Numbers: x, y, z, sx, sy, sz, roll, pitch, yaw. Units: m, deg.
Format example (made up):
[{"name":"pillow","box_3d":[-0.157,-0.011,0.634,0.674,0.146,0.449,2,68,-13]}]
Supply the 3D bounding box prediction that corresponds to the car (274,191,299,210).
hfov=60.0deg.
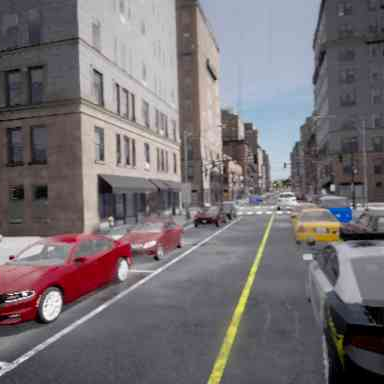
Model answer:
[{"name":"car","box_3d":[11.428,1.085,40.189,2.150,2.045,5.566,-2,0,16]}]

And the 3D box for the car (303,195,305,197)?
[{"name":"car","box_3d":[10.541,1.134,26.795,2.192,1.841,5.009,-2,0,15]}]

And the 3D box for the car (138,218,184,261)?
[{"name":"car","box_3d":[-1.501,1.711,12.921,1.802,1.307,4.206,-2,0,15]}]

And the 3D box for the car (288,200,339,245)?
[{"name":"car","box_3d":[5.412,1.370,14.720,1.801,1.575,5.366,-2,0,15]}]

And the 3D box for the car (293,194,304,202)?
[{"name":"car","box_3d":[21.752,1.245,68.078,2.008,1.369,4.403,-2,0,15]}]

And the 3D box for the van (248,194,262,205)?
[{"name":"van","box_3d":[11.105,1.335,59.750,1.690,1.788,3.998,-2,0,15]}]

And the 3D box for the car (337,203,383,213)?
[{"name":"car","box_3d":[6.238,1.304,10.832,1.967,1.590,4.097,-2,0,15]}]

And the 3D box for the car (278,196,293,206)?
[{"name":"car","box_3d":[14.690,1.380,52.260,2.033,1.411,5.357,-2,0,15]}]

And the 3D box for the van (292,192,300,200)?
[{"name":"van","box_3d":[24.552,1.004,78.521,1.690,1.788,3.998,-2,0,15]}]

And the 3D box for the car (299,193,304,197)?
[{"name":"car","box_3d":[20.341,1.025,62.858,2.192,1.841,5.009,-2,0,15]}]

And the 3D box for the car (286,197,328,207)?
[{"name":"car","box_3d":[6.975,1.354,20.513,1.801,1.575,5.366,-2,0,15]}]

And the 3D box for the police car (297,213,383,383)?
[{"name":"police car","box_3d":[2.785,1.366,4.988,1.930,1.638,5.238,-2,0,15]}]

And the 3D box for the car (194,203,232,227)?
[{"name":"car","box_3d":[1.369,1.644,23.563,1.887,1.381,4.507,-2,0,15]}]

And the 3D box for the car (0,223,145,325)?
[{"name":"car","box_3d":[-2.938,1.688,7.601,1.887,1.381,4.507,-2,0,15]}]

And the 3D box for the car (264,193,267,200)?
[{"name":"car","box_3d":[15.340,1.491,75.407,1.887,1.381,4.507,-2,0,15]}]

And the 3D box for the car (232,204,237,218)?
[{"name":"car","box_3d":[2.805,1.650,28.884,1.947,1.339,4.313,-2,0,15]}]

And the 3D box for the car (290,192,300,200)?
[{"name":"car","box_3d":[25.954,0.962,83.742,2.192,1.841,5.009,-2,0,15]}]

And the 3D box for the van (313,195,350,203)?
[{"name":"van","box_3d":[9.106,1.175,21.474,1.690,1.788,3.998,-2,0,15]}]

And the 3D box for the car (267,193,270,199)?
[{"name":"car","box_3d":[19.525,1.424,90.901,1.752,1.417,4.829,-2,0,15]}]

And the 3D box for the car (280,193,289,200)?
[{"name":"car","box_3d":[21.805,1.099,78.659,1.882,1.535,5.008,-2,0,15]}]

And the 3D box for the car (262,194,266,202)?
[{"name":"car","box_3d":[13.931,1.528,70.187,1.947,1.339,4.313,-2,0,15]}]
